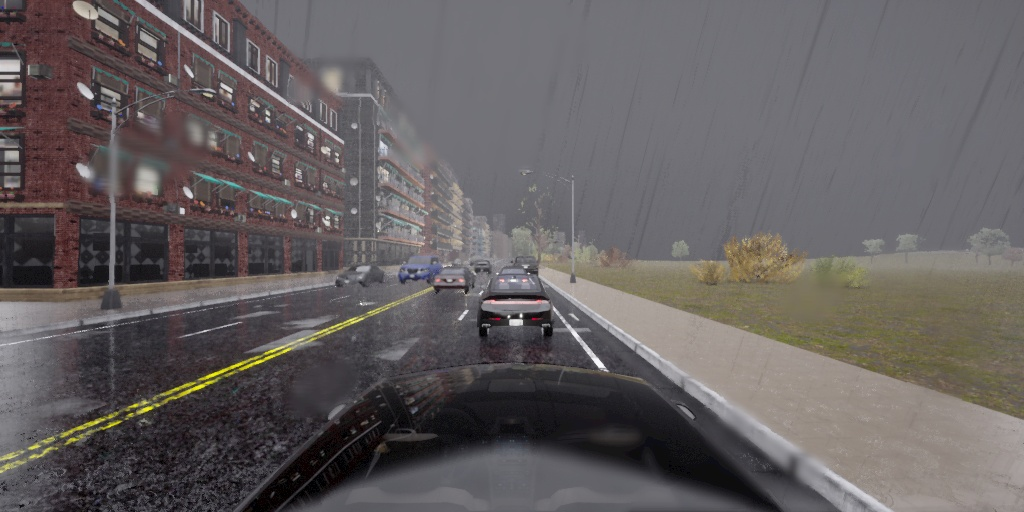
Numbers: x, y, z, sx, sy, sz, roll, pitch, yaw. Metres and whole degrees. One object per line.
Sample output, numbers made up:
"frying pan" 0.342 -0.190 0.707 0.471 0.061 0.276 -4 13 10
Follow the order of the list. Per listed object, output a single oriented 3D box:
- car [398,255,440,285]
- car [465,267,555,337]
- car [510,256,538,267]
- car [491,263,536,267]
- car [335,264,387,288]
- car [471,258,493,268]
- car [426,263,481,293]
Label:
"car" -6.651 0.975 26.628 2.150 2.045 5.566 0 0 0
"car" 0.083 1.243 10.281 2.128 1.511 4.902 0 0 0
"car" 1.077 0.979 30.933 2.150 2.045 5.566 0 0 0
"car" 0.065 1.300 20.721 2.033 1.411 5.357 0 0 0
"car" -9.896 1.279 23.819 1.812 1.442 4.674 0 0 0
"car" -3.231 1.259 41.080 1.837 1.490 4.892 0 0 0
"car" -3.189 1.300 20.613 2.033 1.411 5.357 0 0 -1
